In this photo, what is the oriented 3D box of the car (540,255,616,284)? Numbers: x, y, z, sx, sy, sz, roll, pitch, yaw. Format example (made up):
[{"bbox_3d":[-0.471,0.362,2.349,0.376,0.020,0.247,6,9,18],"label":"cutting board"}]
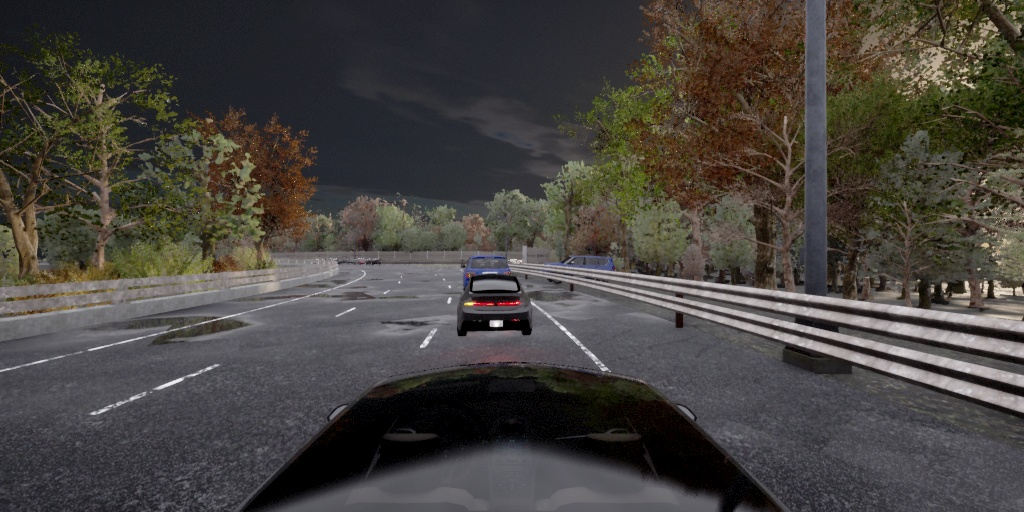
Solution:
[{"bbox_3d":[4.827,0.955,26.169,5.566,2.045,2.150,3,1,-8],"label":"car"}]

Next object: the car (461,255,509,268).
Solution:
[{"bbox_3d":[-1.329,0.971,17.848,2.150,2.045,5.566,0,0,-8],"label":"car"}]

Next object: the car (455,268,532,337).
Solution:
[{"bbox_3d":[-0.558,1.255,10.374,1.837,1.490,4.892,0,0,-5],"label":"car"}]
